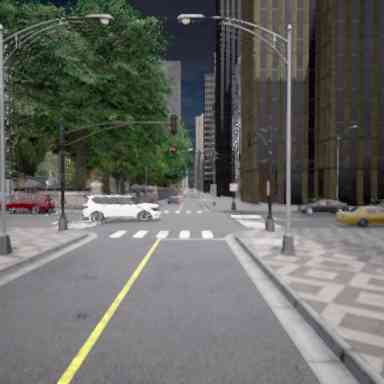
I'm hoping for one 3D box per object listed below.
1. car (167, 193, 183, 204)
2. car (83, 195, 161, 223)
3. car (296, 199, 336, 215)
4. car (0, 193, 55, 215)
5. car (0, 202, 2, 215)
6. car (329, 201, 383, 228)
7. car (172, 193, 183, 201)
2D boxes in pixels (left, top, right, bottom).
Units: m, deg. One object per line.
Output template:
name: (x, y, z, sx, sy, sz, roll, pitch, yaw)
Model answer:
car: (-3.041, 1.286, 54.732, 2.033, 1.411, 5.357, 0, 0, 1)
car: (-5.059, 1.222, 24.189, 5.566, 2.045, 2.150, 0, 1, 0)
car: (11.638, 1.320, 29.855, 4.403, 1.369, 2.008, 0, 1, 0)
car: (-15.027, 1.061, 29.996, 5.009, 1.841, 2.192, 0, 1, 0)
car: (-15.065, 1.519, 21.480, 4.313, 1.339, 1.947, 0, 1, 0)
car: (11.770, 1.501, 21.331, 4.829, 1.417, 1.752, 0, 1, 0)
car: (-3.000, 1.044, 70.257, 2.097, 1.767, 4.553, 0, 0, 0)
